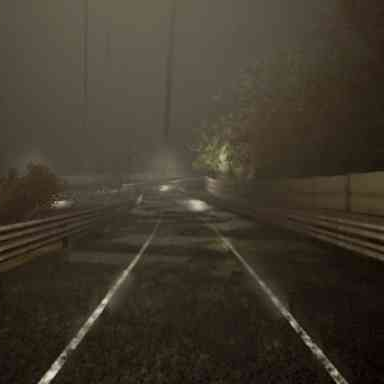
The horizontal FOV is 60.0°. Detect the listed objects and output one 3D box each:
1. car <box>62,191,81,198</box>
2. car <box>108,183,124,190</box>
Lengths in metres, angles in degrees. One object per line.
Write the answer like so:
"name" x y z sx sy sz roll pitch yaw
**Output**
"car" -23.603 0.541 65.014 1.994 1.385 4.181 1 4 16
"car" -20.232 -1.425 88.898 2.150 2.045 5.566 1 4 16
